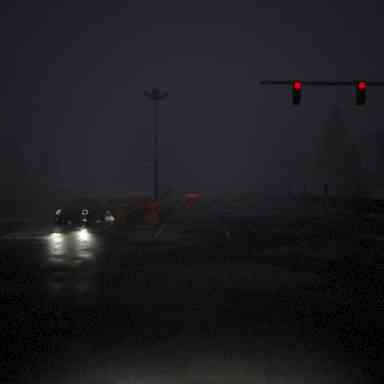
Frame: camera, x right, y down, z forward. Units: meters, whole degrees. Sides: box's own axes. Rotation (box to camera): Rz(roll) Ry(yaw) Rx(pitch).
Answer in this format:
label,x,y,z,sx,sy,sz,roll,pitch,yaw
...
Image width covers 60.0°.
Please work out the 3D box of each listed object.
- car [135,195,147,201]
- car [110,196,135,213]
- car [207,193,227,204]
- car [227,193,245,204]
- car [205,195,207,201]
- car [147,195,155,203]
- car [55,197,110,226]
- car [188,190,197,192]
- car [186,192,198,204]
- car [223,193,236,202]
label,x,y,z,sx,sy,sz,roll,pitch,yaw
car,-7.053,1.177,40.967,1.812,1.442,4.674,0,0,0
car,-7.075,1.284,30.991,2.033,1.411,5.357,0,0,0
car,3.622,1.179,49.620,1.895,1.301,4.718,0,1,0
car,7.022,1.035,52.037,1.882,1.535,5.008,0,0,0
car,3.527,0.944,62.696,1.882,1.535,5.008,0,0,0
car,-6.989,1.115,52.839,1.994,1.385,4.181,0,0,1
car,-7.080,1.169,21.484,2.097,1.767,4.553,0,0,0
car,0.027,0.686,62.487,2.150,2.045,5.566,0,0,0
car,0.022,1.154,52.487,1.895,1.301,4.718,0,0,0
car,7.027,0.994,62.457,1.812,1.442,4.674,0,0,0
